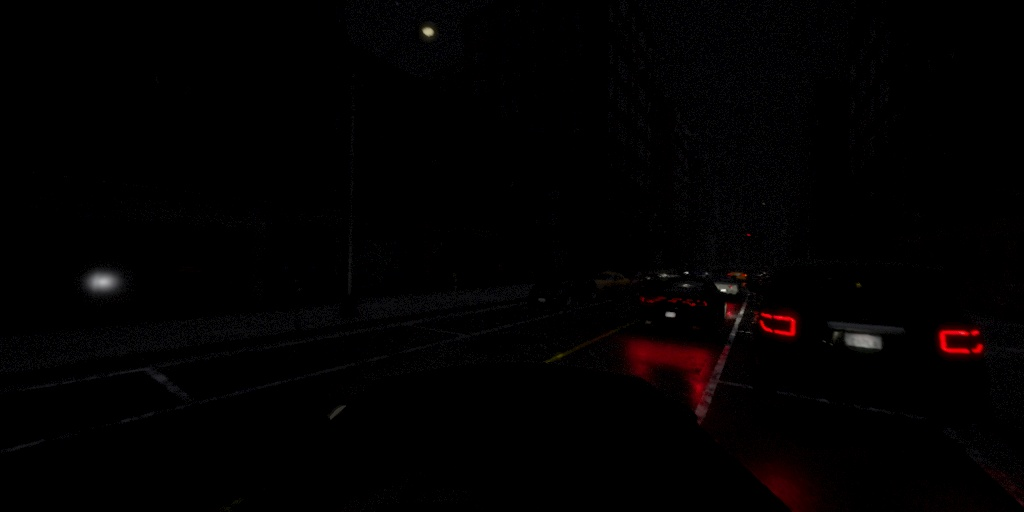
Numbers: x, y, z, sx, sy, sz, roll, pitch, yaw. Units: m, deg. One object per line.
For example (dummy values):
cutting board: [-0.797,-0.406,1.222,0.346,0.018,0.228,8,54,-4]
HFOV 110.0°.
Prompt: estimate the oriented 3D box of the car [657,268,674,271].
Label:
car: [11.754,1.706,29.860,2.007,1.370,4.403,0,0,35]

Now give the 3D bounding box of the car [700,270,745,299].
car: [12.185,1.693,20.872,1.895,1.301,4.718,1,-1,35]

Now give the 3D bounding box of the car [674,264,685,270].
car: [14.849,1.787,34.300,2.007,1.370,4.403,0,0,35]

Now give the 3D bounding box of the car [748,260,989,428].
car: [5.527,1.100,6.274,2.150,2.045,5.566,1,-1,35]

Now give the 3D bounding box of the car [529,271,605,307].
car: [2.470,1.473,16.539,1.948,1.339,4.313,0,0,35]

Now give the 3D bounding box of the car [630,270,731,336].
car: [5.501,1.390,11.282,1.882,1.535,5.008,1,0,35]

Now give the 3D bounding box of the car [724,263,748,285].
car: [23.772,1.853,37.670,1.801,1.575,5.366,1,-1,35]

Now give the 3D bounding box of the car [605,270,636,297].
car: [5.468,1.516,20.839,1.751,1.417,4.829,0,0,35]

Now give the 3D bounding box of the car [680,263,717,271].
car: [17.619,1.626,33.783,2.097,1.767,4.553,1,-1,35]

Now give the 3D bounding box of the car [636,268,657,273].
car: [8.659,1.656,25.419,1.802,1.307,4.207,0,0,35]
